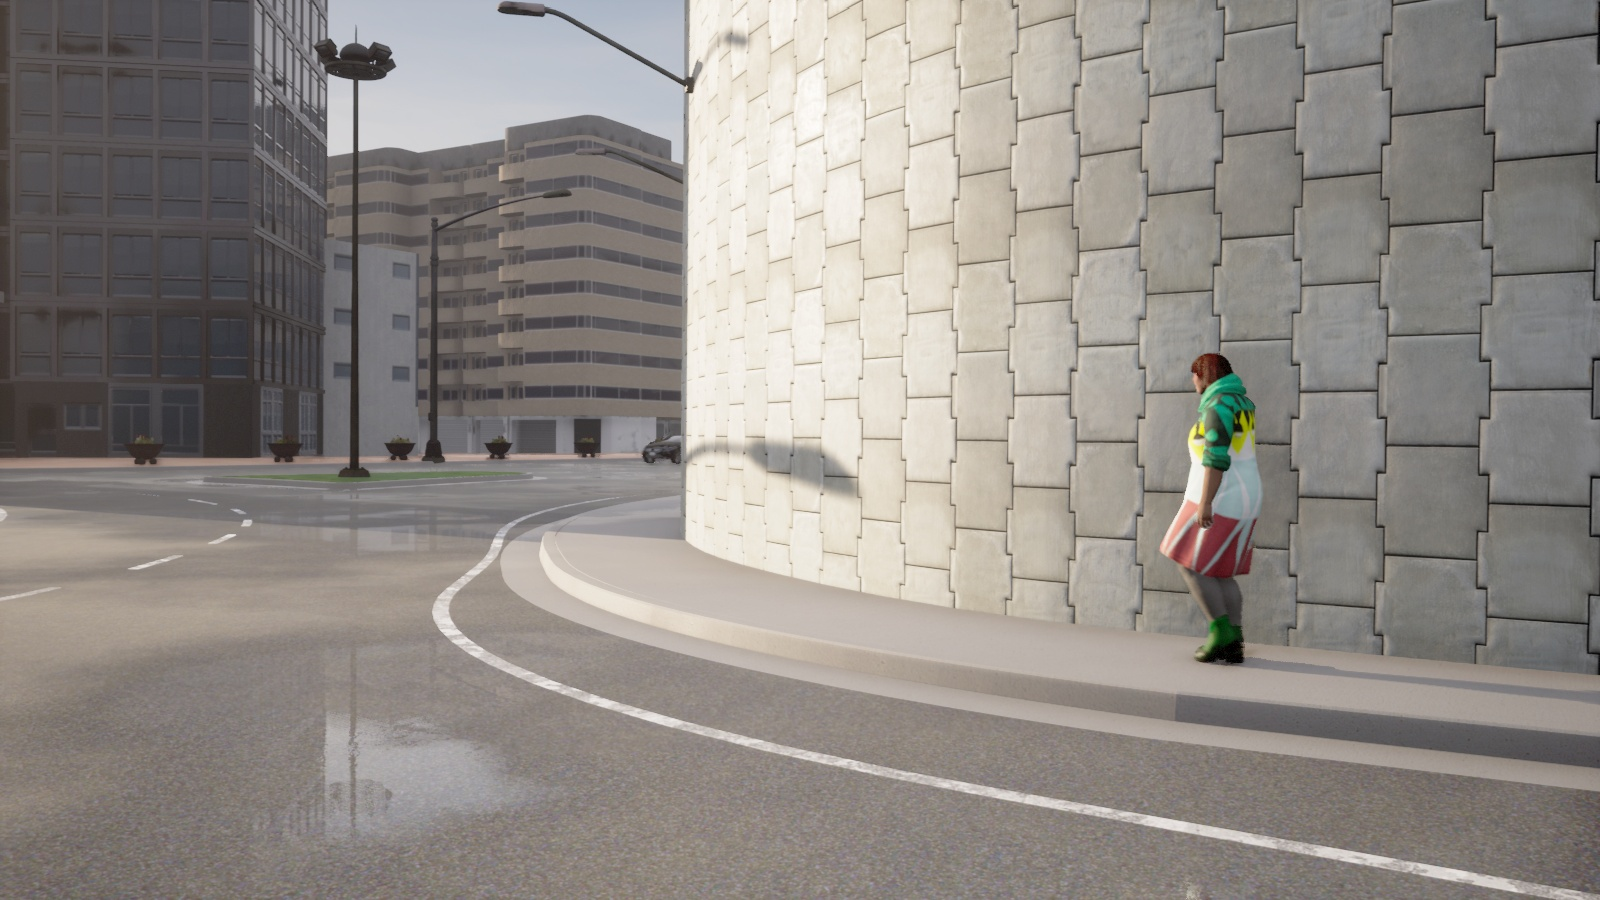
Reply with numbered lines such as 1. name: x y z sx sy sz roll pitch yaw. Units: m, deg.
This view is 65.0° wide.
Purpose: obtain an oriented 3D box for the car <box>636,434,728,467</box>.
1. car: -5.491 0.010 59.082 1.812 1.442 4.674 0 1 33

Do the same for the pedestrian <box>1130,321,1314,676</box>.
1. pedestrian: 2.497 0.263 7.420 0.873 1.952 0.659 0 1 35
